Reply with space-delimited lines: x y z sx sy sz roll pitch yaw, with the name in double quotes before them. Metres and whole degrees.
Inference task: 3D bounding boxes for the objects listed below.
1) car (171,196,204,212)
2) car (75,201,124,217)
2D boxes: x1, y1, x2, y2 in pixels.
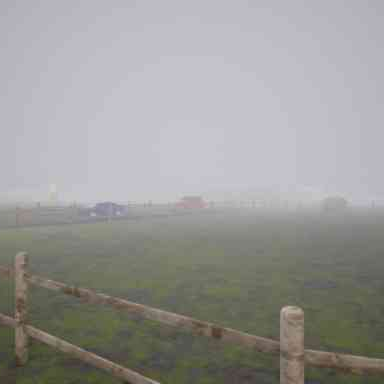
"car" -0.563 1.539 43.990 2.150 2.045 5.566 0 -1 36
"car" -8.941 1.663 32.507 1.882 1.535 5.008 0 -1 36
